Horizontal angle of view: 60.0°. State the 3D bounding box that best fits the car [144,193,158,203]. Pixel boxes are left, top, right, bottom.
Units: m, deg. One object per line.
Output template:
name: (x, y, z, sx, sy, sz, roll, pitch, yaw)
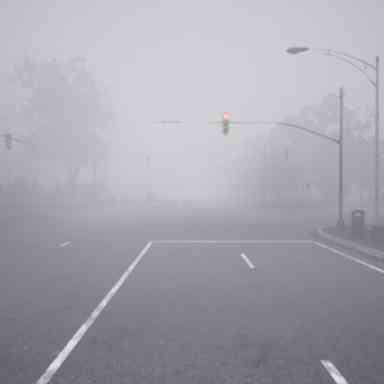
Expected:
car: (-7.008, 0.949, 56.948, 2.097, 1.767, 4.553, 0, 0, 0)
